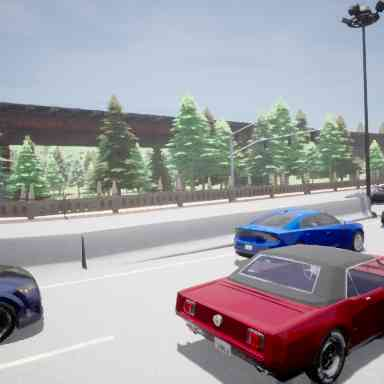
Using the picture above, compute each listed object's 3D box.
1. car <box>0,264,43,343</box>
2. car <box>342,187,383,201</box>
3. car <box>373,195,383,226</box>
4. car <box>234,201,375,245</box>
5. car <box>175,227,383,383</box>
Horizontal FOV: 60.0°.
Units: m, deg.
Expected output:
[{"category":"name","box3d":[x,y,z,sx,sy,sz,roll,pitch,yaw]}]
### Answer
[{"category":"car","box3d":[-4.482,1.563,4.852,4.181,1.385,1.994,0,0,-36]},{"category":"car","box3d":[14.787,0.296,26.787,5.357,1.411,2.033,-3,2,-17]},{"category":"car","box3d":[10.847,0.878,15.882,4.181,1.385,1.994,-4,2,-36]},{"category":"car","box3d":[3.568,1.282,10.636,5.008,1.535,1.882,-3,2,-36]},{"category":"car","box3d":[2.176,1.539,5.322,4.718,1.301,1.895,-2,1,-36]}]
